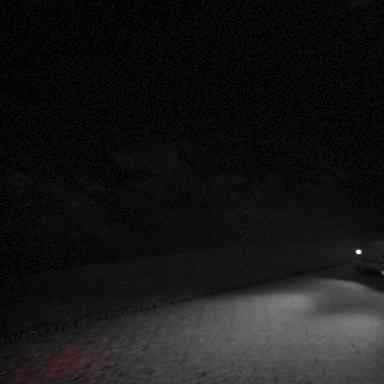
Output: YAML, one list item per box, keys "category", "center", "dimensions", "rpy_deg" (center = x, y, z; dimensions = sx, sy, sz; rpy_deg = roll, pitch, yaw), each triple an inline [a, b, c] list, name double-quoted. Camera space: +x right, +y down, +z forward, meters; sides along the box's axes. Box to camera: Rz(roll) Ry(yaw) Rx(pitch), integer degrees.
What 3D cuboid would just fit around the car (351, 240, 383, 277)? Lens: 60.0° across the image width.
- category: "car"
  center: [6.356, 1.592, 9.020]
  dimensions: [4.718, 1.301, 1.895]
  rpy_deg: [0, 0, -35]
